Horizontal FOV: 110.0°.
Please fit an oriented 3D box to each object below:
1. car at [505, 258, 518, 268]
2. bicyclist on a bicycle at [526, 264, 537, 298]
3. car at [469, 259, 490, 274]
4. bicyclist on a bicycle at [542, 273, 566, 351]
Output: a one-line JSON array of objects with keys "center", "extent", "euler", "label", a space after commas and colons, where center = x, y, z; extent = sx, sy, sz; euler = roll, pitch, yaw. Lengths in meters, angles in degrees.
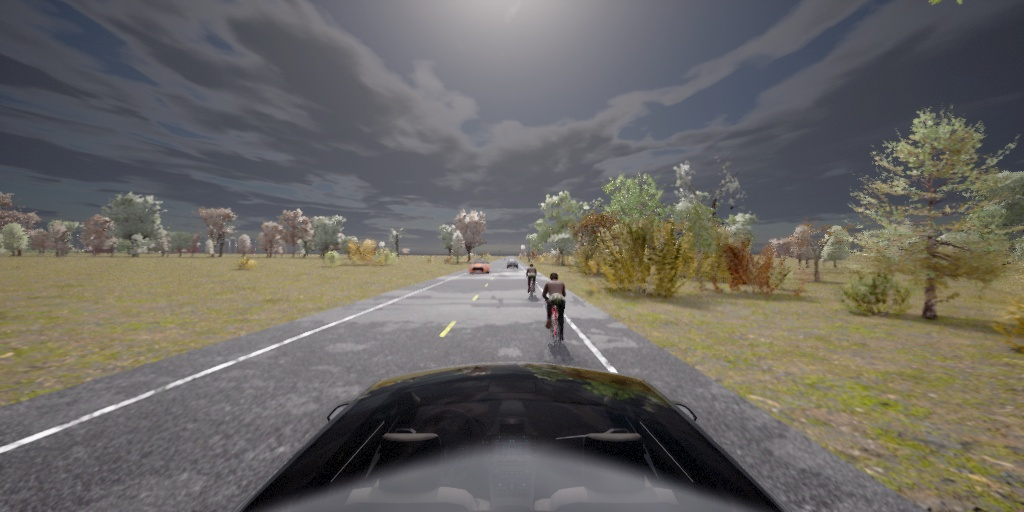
[{"center": [0.097, 1.348, 60.267], "extent": [1.895, 1.301, 4.718], "euler": [0, 0, 0], "label": "car"}, {"center": [0.962, 1.202, 17.491], "extent": [0.582, 1.620, 1.656], "euler": [0, 0, 0], "label": "bicyclist on a bicycle"}, {"center": [-3.599, 1.100, 40.125], "extent": [2.097, 1.767, 4.553], "euler": [0, 0, 0], "label": "car"}, {"center": [0.962, 1.202, 8.045], "extent": [0.582, 1.620, 1.656], "euler": [0, 0, 0], "label": "bicyclist on a bicycle"}]
